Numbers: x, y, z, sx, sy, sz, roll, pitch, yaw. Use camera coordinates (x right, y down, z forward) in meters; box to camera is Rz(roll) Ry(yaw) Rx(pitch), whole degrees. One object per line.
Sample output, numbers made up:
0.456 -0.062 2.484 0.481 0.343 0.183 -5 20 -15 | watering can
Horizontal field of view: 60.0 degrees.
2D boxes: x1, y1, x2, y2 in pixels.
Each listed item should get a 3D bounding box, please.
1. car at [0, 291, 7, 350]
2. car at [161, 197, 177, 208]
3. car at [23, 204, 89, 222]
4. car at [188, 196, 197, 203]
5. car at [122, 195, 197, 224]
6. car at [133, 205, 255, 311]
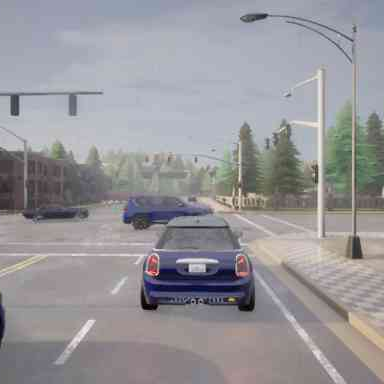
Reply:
-3.440 1.477 2.479 1.882 1.535 5.008 0 0 0 | car
-3.331 1.541 49.565 2.033 1.411 5.357 0 0 0 | car
-10.496 1.597 25.969 4.718 1.301 1.895 0 0 -24 | car
0.062 1.496 68.219 1.837 1.490 4.892 0 0 0 | car
-1.425 1.221 20.261 5.566 2.045 2.150 0 0 1 | car
0.161 1.351 7.931 2.097 1.767 4.553 0 0 2 | car
